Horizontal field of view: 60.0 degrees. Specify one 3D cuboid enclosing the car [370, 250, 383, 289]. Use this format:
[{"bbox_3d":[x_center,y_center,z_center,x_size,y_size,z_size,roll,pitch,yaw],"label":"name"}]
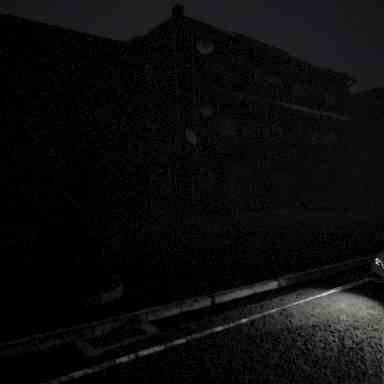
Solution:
[{"bbox_3d":[6.184,1.557,8.191,4.674,1.442,1.812,1,-1,-39],"label":"car"}]
